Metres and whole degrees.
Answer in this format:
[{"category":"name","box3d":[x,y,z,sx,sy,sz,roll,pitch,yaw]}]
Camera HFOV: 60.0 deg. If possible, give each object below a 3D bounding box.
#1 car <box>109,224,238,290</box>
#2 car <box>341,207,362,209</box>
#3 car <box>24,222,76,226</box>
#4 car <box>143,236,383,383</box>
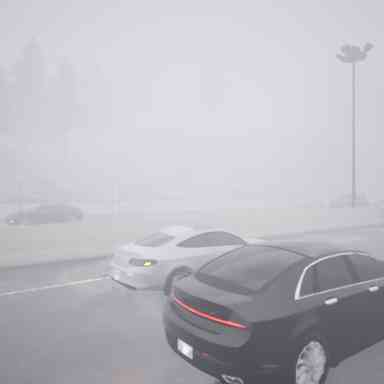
[{"category":"car","box3d":[0.304,1.533,8.306,4.674,1.442,1.812,0,0,-36]},{"category":"car","box3d":[18.286,1.241,38.715,5.566,2.045,2.150,0,0,-36]},{"category":"car","box3d":[-9.932,1.535,22.722,4.892,1.490,1.837,0,0,-36]},{"category":"car","box3d":[1.895,1.508,5.143,4.892,1.490,1.837,0,0,-35]}]
